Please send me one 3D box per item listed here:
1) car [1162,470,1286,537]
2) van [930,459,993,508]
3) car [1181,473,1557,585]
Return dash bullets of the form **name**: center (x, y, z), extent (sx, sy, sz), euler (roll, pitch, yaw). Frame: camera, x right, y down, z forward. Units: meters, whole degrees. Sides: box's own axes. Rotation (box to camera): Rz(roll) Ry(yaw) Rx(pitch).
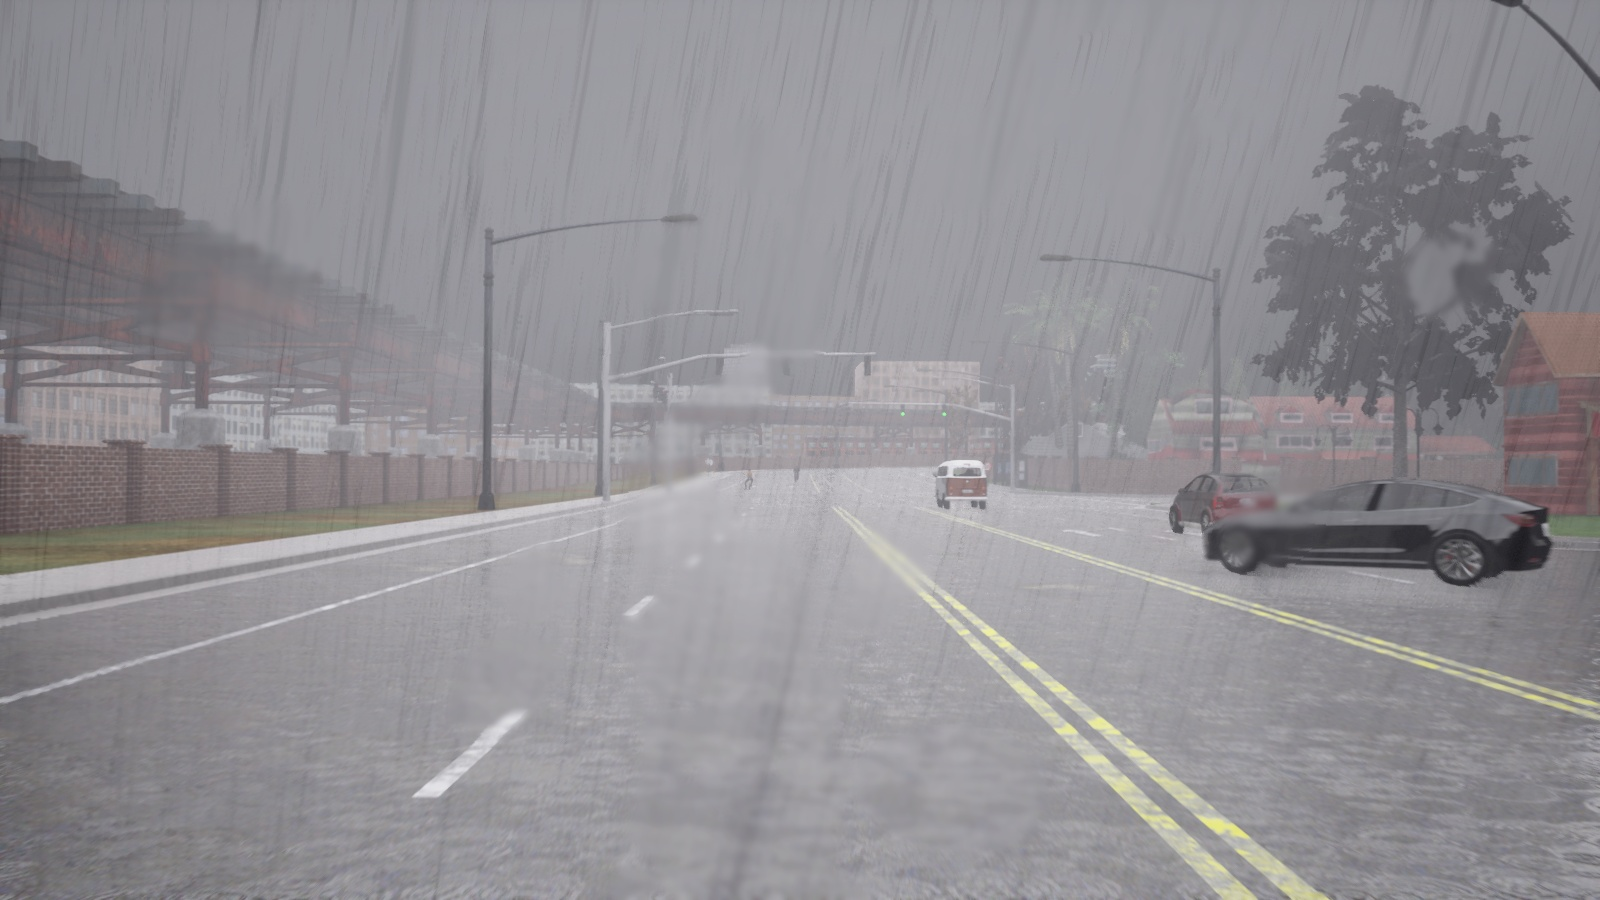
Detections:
- **car**: center (10.408, 1.271, 31.096), extent (1.789, 1.549, 3.705), euler (0, -1, 0)
- **van**: center (6.861, 1.410, 53.746), extent (2.069, 2.038, 4.480), euler (0, -1, 0)
- **car**: center (8.535, 1.099, 19.045), extent (4.792, 1.488, 2.163), euler (-1, -1, 39)
